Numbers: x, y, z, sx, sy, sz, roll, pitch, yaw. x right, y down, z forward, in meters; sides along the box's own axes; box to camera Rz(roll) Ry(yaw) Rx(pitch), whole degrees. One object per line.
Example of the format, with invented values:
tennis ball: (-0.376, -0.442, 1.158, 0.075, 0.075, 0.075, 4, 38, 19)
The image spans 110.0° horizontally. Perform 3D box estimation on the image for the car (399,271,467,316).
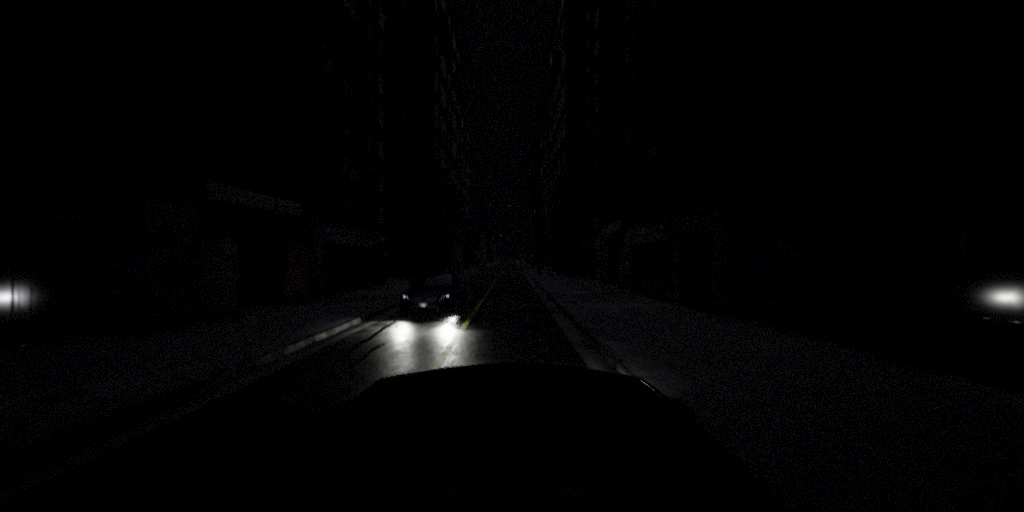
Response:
car: (-2.859, 1.327, 13.859, 1.812, 1.442, 4.674, 0, 0, 0)
